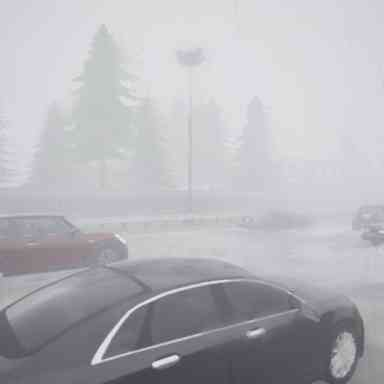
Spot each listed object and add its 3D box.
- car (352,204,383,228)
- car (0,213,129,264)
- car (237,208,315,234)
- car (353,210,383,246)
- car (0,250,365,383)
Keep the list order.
[{"bbox_3d":[12.155,1.556,21.013,4.553,1.767,2.097,1,0,-35],"label":"car"},{"bbox_3d":[-4.102,1.371,9.422,4.553,1.767,2.097,1,0,-35],"label":"car"},{"bbox_3d":[5.199,1.696,20.352,5.357,1.411,2.033,1,0,-35],"label":"car"},{"bbox_3d":[9.788,1.702,15.027,5.357,1.411,2.033,1,0,-35],"label":"car"},{"bbox_3d":[0.061,1.526,3.791,4.892,1.490,1.837,0,0,-35],"label":"car"}]
